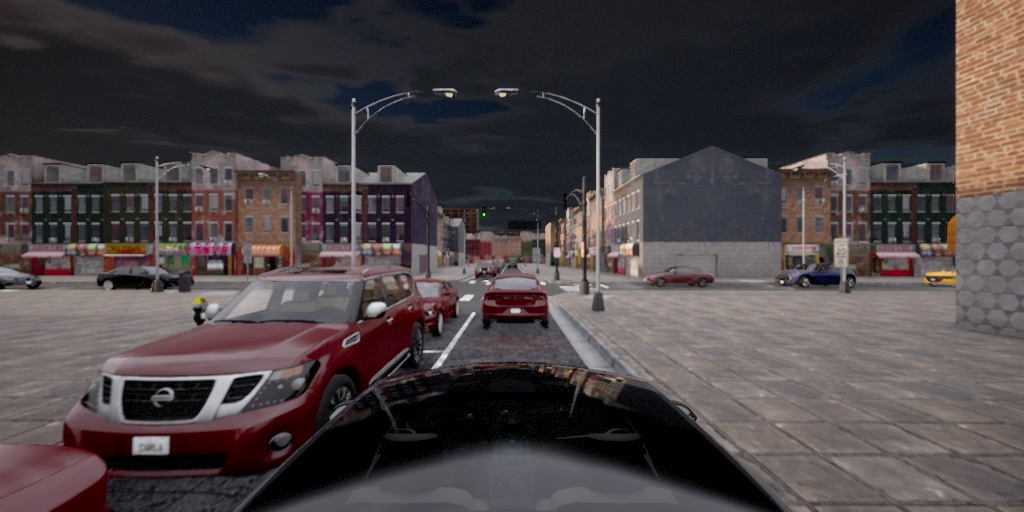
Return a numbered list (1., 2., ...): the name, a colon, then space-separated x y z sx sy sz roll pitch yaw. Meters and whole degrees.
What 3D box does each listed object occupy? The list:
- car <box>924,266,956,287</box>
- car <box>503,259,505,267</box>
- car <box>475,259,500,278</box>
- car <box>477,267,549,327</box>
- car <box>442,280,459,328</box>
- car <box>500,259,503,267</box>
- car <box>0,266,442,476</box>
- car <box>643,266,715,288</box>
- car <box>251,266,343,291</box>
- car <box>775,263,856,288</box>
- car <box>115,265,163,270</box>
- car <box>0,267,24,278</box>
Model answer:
1. car: 32.228 1.412 25.310 5.008 1.535 1.882 0 0 0
2. car: -2.657 1.722 64.111 2.007 1.370 4.403 0 0 0
3. car: -2.649 1.290 36.978 2.192 1.841 5.009 0 0 0
4. car: 0.125 1.289 11.867 1.882 1.535 5.008 0 0 1
5. car: -2.642 1.349 10.570 1.888 1.381 4.507 0 0 0
6. car: -2.652 1.365 47.832 2.192 1.841 5.009 0 0 0
7. car: -2.640 1.085 5.136 2.192 1.841 5.009 0 0 0
8. car: 11.744 1.430 25.348 4.674 1.442 1.812 0 0 2
9. car: -13.346 1.406 22.474 4.674 1.442 1.812 0 0 -1
10. car: 21.317 1.269 25.335 4.553 1.767 2.097 0 0 0
11. car: -22.804 1.350 22.451 5.008 1.535 1.882 0 0 0
12. car: -32.601 1.395 22.464 4.674 1.442 1.812 0 0 0
